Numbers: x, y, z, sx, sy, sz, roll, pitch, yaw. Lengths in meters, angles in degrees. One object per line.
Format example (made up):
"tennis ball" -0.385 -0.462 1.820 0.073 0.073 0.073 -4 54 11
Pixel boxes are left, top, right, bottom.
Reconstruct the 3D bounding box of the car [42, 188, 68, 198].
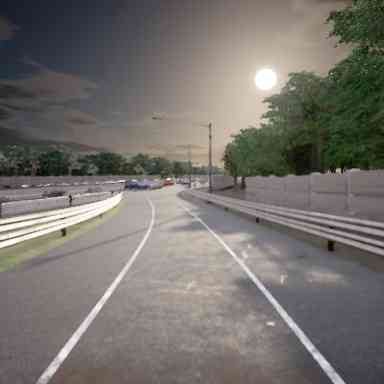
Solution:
"car" -22.455 0.153 54.712 2.128 1.511 4.902 0 3 14

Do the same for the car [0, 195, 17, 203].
"car" -22.632 1.058 39.046 1.994 1.385 4.181 0 3 14

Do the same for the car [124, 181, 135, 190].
"car" -15.286 -1.711 84.447 2.150 2.045 5.566 0 3 14

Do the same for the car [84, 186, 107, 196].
"car" -17.464 -0.170 60.488 1.837 1.490 4.892 0 3 14

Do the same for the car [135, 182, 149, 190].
"car" -11.890 -1.434 83.607 1.882 1.535 5.008 0 3 14

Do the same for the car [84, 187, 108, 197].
"car" -15.448 0.260 53.920 1.895 1.301 4.718 0 3 14

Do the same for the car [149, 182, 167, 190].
"car" -8.488 -1.337 82.785 1.994 1.385 4.181 0 3 14
